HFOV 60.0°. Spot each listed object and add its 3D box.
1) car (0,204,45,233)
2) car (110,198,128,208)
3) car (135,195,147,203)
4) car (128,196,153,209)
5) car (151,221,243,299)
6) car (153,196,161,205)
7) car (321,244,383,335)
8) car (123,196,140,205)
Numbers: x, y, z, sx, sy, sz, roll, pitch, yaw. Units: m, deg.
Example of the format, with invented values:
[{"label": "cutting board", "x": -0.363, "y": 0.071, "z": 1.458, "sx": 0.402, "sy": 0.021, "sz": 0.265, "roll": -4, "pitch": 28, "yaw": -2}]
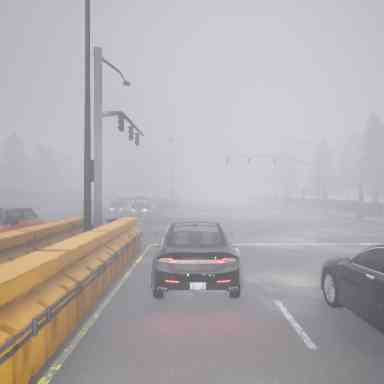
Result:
[{"label": "car", "x": -7.110, "y": 1.351, "z": 11.978, "sx": 2.097, "sy": 1.767, "sz": 4.553, "roll": 0, "pitch": 0, "yaw": 0}, {"label": "car", "x": -10.634, "y": 1.547, "z": 49.263, "sx": 2.033, "sy": 1.411, "sz": 5.357, "roll": 0, "pitch": 0, "yaw": 0}, {"label": "car", "x": -10.552, "y": 1.478, "z": 69.138, "sx": 1.882, "sy": 1.535, "sz": 5.008, "roll": 0, "pitch": 0, "yaw": 0}, {"label": "car", "x": -7.133, "y": 1.352, "z": 46.573, "sx": 2.097, "sy": 1.767, "sz": 4.553, "roll": 0, "pitch": 0, "yaw": 0}, {"label": "car", "x": 0.078, "y": 1.492, "z": 8.463, "sx": 2.128, "sy": 1.511, "sz": 4.902, "roll": 0, "pitch": 0, "yaw": -1}, {"label": "car", "x": -7.126, "y": 1.548, "z": 57.292, "sx": 2.033, "sy": 1.411, "sz": 5.357, "roll": 0, "pitch": 0, "yaw": 0}, {"label": "car", "x": 3.597, "y": 1.505, "z": 5.049, "sx": 1.837, "sy": 1.490, "sz": 4.892, "roll": 0, "pitch": 0, "yaw": 0}, {"label": "car", "x": -10.620, "y": 1.491, "z": 59.049, "sx": 2.128, "sy": 1.511, "sz": 4.902, "roll": 0, "pitch": 0, "yaw": 0}]
